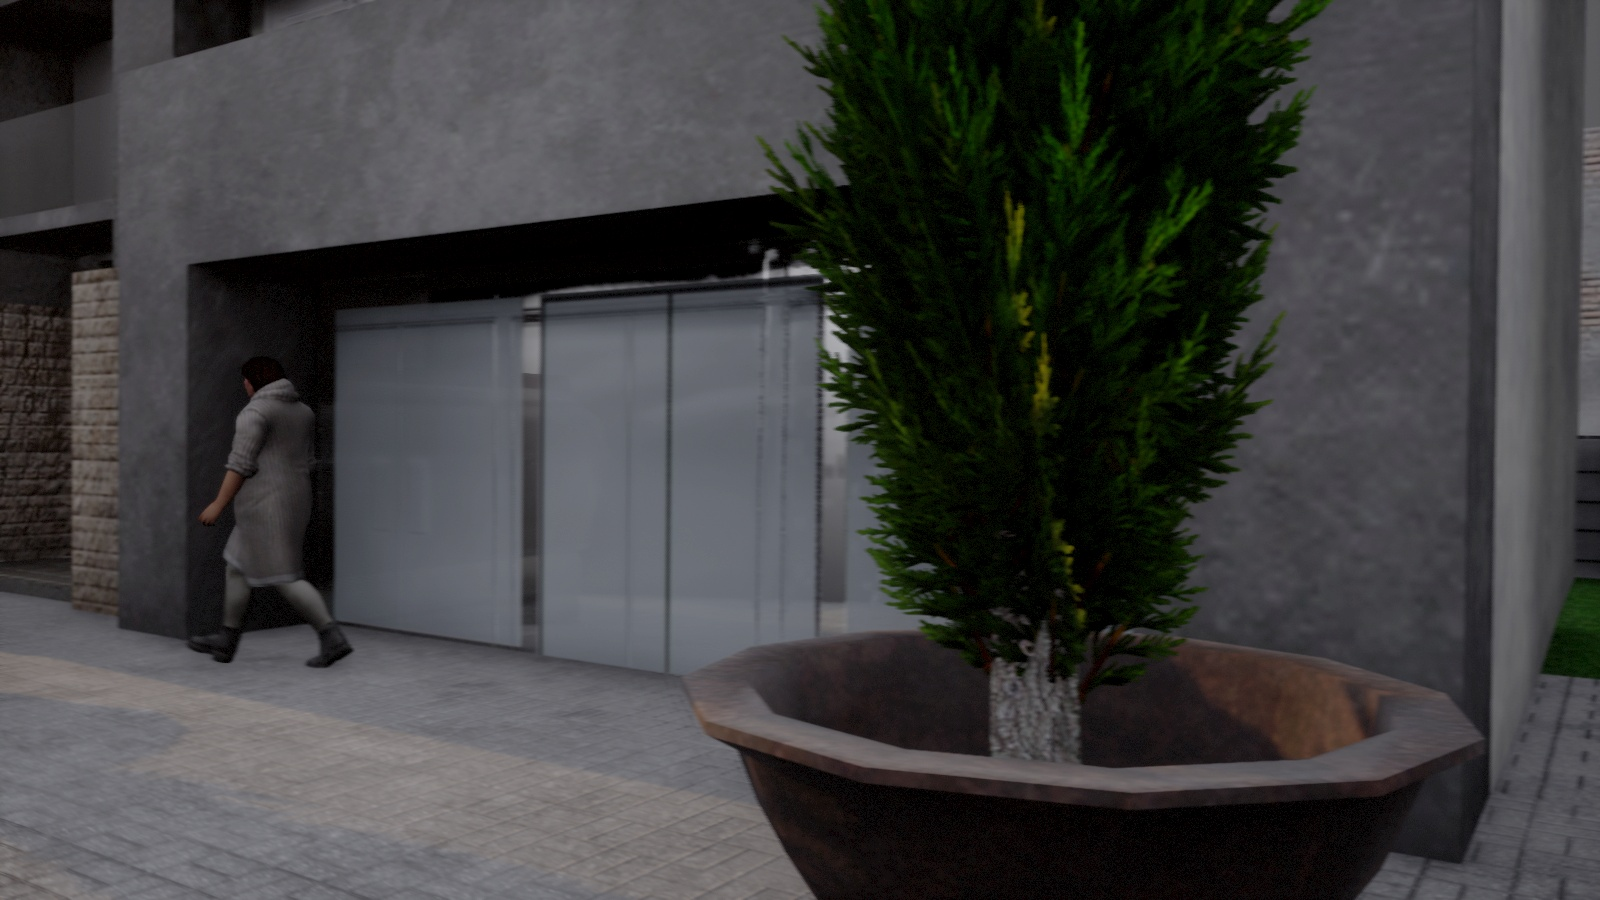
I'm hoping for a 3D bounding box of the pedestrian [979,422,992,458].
[{"bbox_3d":[9.575,-0.534,64.735,0.376,1.854,0.720,0,1,33],"label":"pedestrian"}]

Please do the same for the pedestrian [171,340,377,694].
[{"bbox_3d":[-3.017,0.368,7.269,0.873,1.952,0.659,0,1,3],"label":"pedestrian"}]
